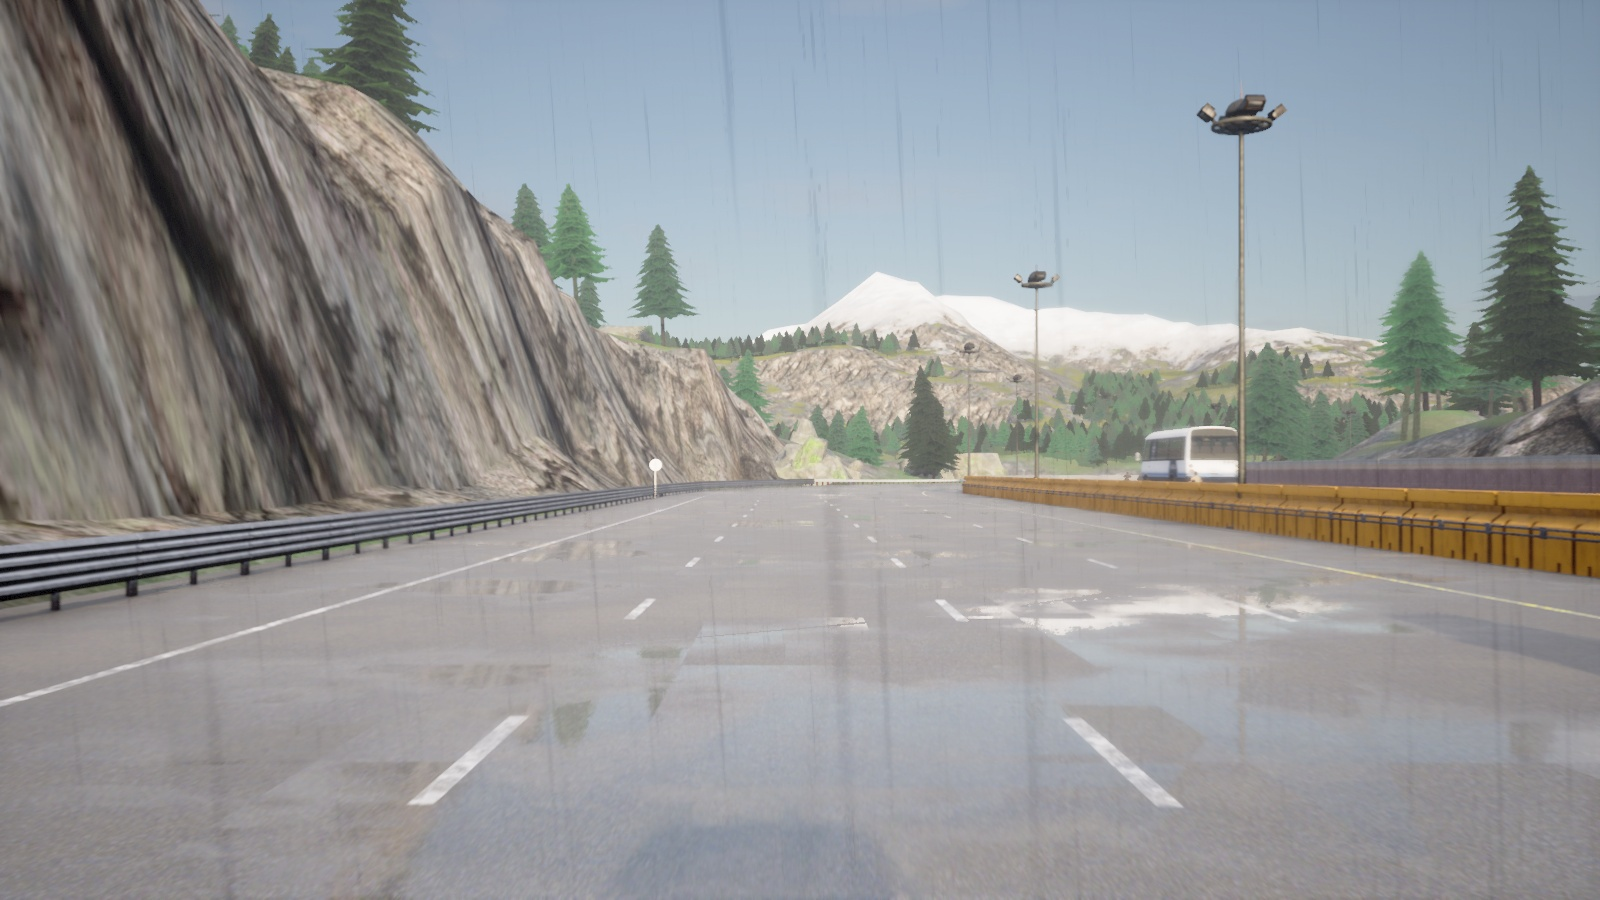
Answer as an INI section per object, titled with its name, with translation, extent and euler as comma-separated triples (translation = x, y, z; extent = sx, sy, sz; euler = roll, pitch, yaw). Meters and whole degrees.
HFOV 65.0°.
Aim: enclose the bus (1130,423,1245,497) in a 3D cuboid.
[bus]
translation = 23.956, 0.654, 78.349
extent = 3.944, 4.253, 10.273
euler = -1, -1, 0
